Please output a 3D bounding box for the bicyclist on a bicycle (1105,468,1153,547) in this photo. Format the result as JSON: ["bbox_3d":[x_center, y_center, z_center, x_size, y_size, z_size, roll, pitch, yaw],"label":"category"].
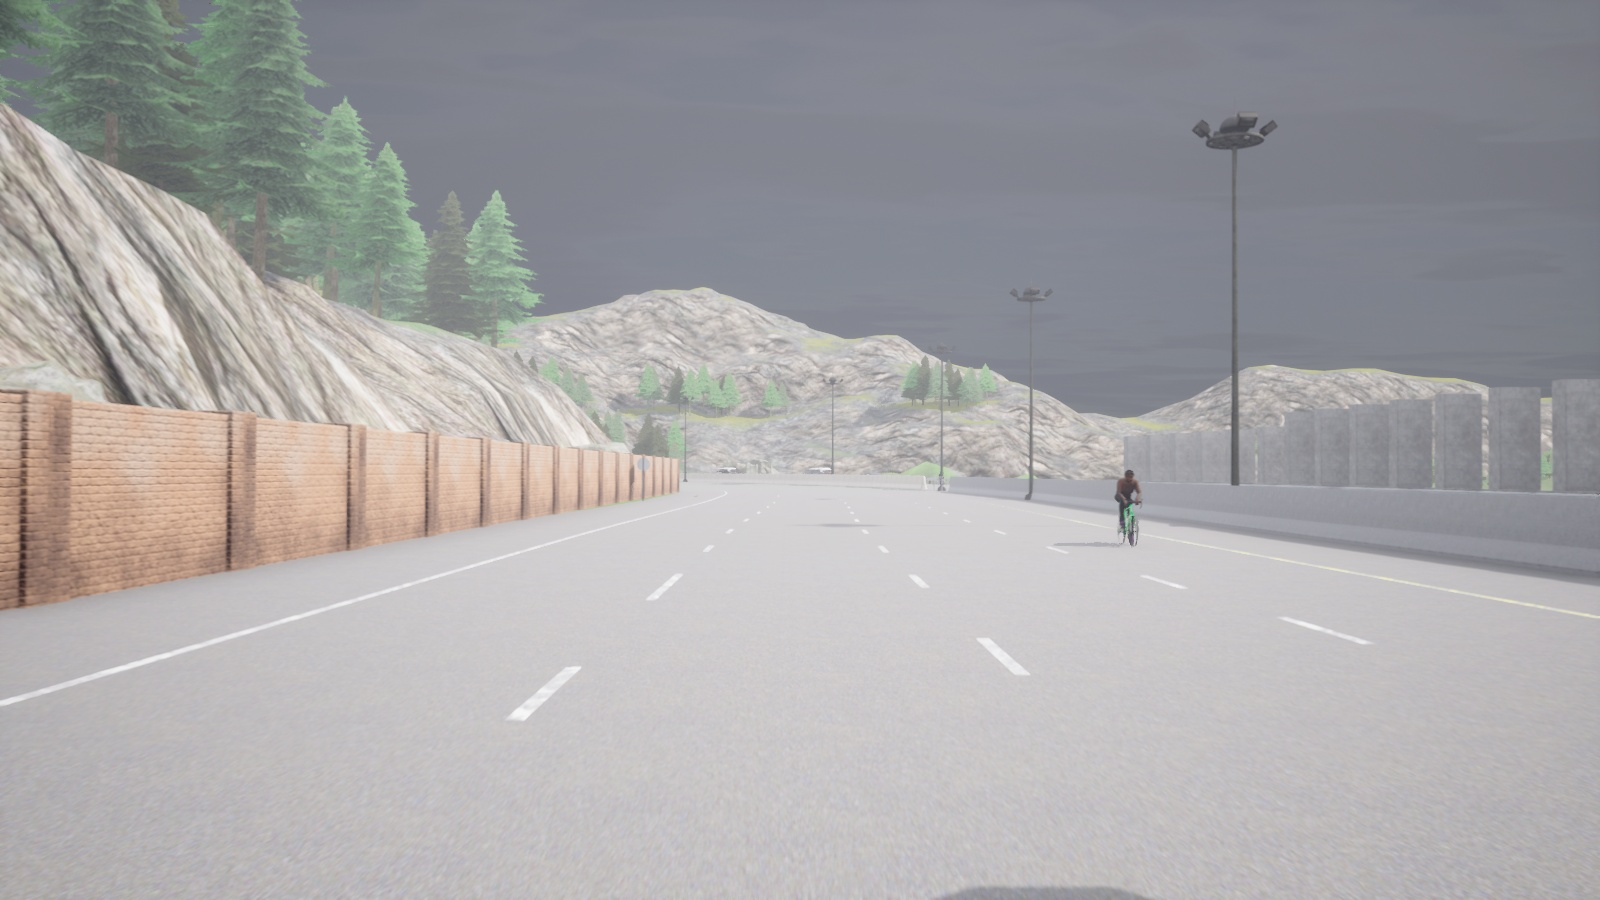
[{"bbox_3d":[6.936,1.184,26.522,0.582,1.620,1.656,0,-1,0],"label":"bicyclist on a bicycle"}]
